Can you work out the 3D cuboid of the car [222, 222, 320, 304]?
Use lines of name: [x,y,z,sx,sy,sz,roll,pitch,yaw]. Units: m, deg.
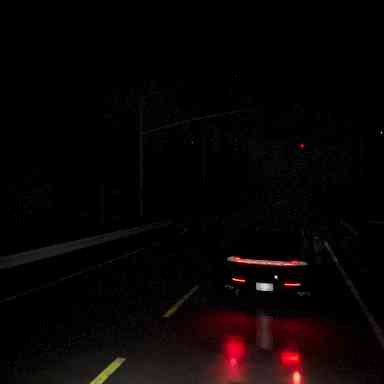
car: [2.070,1.491,8.270,2.128,1.511,4.902,0,0,18]
